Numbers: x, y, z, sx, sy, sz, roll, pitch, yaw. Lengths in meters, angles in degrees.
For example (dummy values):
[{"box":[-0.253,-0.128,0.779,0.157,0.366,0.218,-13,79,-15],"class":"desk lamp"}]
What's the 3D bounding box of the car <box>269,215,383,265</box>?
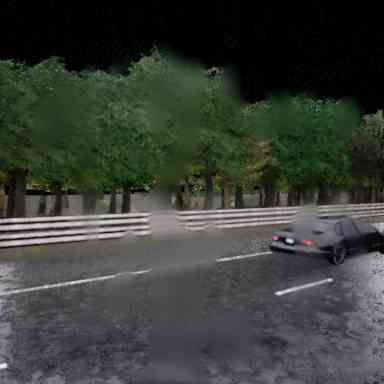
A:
[{"box":[5.064,1.529,11.541,5.357,1.411,2.033,0,0,-34],"class":"car"}]
